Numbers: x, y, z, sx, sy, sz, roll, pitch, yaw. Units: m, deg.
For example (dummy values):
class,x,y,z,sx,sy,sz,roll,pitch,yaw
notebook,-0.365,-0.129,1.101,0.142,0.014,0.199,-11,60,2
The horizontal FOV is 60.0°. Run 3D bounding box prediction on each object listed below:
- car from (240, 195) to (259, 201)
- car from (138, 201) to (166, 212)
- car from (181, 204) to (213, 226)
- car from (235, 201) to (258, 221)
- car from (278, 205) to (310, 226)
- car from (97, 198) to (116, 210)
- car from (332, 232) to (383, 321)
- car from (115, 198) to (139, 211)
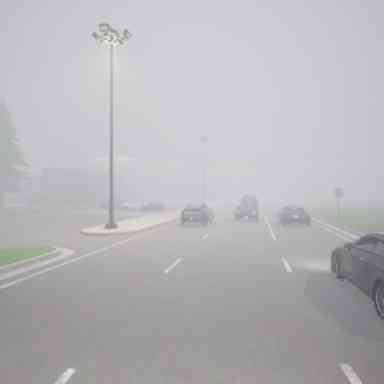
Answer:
class,x,y,z,sx,sy,sz,roll,pitch,yaw
car,7.238,1.423,41.858,2.150,2.045,5.566,0,-1,11
car,-4.718,1.798,41.522,1.895,1.301,4.718,0,0,11
car,0.447,1.611,24.813,2.128,1.511,4.902,0,0,11
car,4.720,1.741,28.605,1.895,1.301,4.718,0,0,11
car,7.609,1.689,25.009,1.994,1.385,4.181,0,0,11
car,-11.087,1.564,45.437,2.097,1.767,4.553,0,0,11
car,4.426,1.563,7.046,1.812,1.442,4.674,0,0,8
car,-7.891,1.731,43.531,1.812,1.442,4.674,0,0,11
